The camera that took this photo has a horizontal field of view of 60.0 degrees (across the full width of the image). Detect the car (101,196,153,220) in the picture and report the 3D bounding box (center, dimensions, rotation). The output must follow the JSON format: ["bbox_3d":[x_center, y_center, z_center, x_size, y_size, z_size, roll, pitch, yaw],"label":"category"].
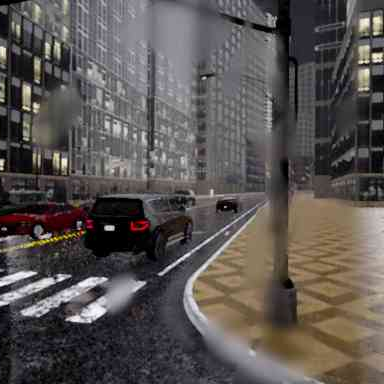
[{"bbox_3d":[-4.790,1.136,25.401,1.882,1.535,5.008,0,1,15],"label":"car"}]

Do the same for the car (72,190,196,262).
[{"bbox_3d":[-1.617,1.086,12.002,2.150,2.045,5.566,0,1,15],"label":"car"}]

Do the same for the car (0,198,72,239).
[{"bbox_3d":[-7.244,1.257,16.448,1.882,1.535,5.008,0,1,15],"label":"car"}]

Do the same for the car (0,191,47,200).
[{"bbox_3d":[-10.165,0.965,18.087,2.150,2.045,5.566,0,1,15],"label":"car"}]

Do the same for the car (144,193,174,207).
[{"bbox_3d":[-3.951,0.912,40.694,1.882,1.535,5.008,0,1,15],"label":"car"}]

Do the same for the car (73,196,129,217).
[{"bbox_3d":[-7.457,1.157,27.978,2.033,1.411,5.357,0,1,15],"label":"car"}]

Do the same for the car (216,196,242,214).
[{"bbox_3d":[3.510,1.091,30.719,1.882,1.535,5.008,0,1,15],"label":"car"}]
